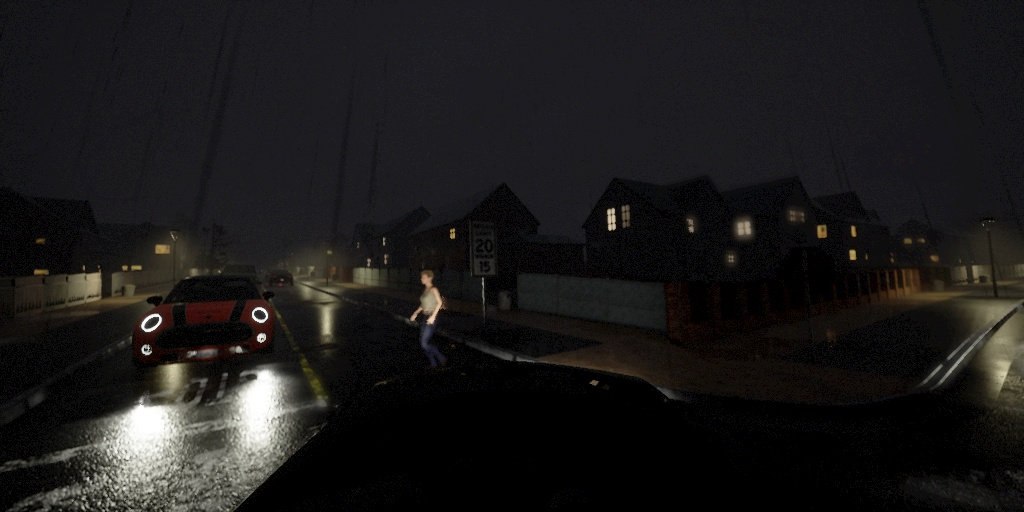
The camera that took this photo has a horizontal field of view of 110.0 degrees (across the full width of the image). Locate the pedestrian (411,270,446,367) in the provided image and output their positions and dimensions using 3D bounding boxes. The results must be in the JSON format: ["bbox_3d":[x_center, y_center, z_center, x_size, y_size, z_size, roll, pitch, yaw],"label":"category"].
[{"bbox_3d":[-1.483,1.092,6.374,0.375,1.860,0.375,4,-6,-36],"label":"pedestrian"}]

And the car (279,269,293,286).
[{"bbox_3d":[-22.218,2.062,34.398,1.882,1.535,5.008,1,-2,-36],"label":"car"}]

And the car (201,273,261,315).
[{"bbox_3d":[-12.794,1.587,16.513,1.882,1.535,5.008,1,-2,-36],"label":"car"}]

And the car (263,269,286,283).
[{"bbox_3d":[-28.769,2.327,43.351,2.128,1.511,4.902,1,-2,-36],"label":"car"}]

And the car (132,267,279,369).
[{"bbox_3d":[-6.856,1.233,8.341,2.097,1.767,4.553,1,-2,-36],"label":"car"}]

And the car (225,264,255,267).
[{"bbox_3d":[-19.104,1.574,25.211,2.150,2.045,5.566,1,-2,-36],"label":"car"}]
